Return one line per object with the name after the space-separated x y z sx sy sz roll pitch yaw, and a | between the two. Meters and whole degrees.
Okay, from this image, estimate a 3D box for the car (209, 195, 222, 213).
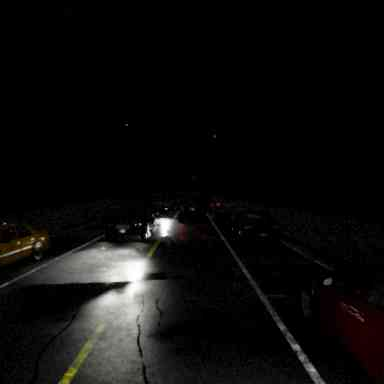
2.758 1.395 36.858 1.967 1.590 4.097 0 0 0 | car

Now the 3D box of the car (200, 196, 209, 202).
2.758 1.493 74.834 1.947 1.339 4.313 0 0 0 | car

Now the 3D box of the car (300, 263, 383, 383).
2.760 1.575 4.308 1.802 1.307 4.206 0 0 0 | car

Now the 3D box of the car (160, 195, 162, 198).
-5.767 1.492 47.720 1.887 1.381 4.507 0 0 0 | car

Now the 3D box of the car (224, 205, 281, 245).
2.759 1.522 15.158 1.887 1.381 4.507 0 0 0 | car

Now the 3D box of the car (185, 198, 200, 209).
0.090 1.513 45.384 1.994 1.385 4.181 0 0 0 | car

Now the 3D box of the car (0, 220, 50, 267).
-5.766 1.512 9.569 1.752 1.417 4.829 0 0 0 | car

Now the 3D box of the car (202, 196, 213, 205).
2.758 1.465 58.728 1.752 1.417 4.829 0 0 0 | car

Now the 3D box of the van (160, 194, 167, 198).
-5.768 1.282 58.573 1.690 1.788 3.998 0 0 0 | van

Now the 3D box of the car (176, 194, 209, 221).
0.070 1.316 26.944 2.097 1.767 4.553 0 0 0 | car

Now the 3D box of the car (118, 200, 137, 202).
-5.766 1.548 26.017 1.802 1.307 4.206 0 0 0 | car

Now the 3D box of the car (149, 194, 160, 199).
-5.768 1.266 42.295 2.192 1.841 5.009 0 0 0 | car

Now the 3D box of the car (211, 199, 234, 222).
2.759 1.490 26.178 1.752 1.417 4.829 0 0 0 | car

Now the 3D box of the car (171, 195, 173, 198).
-5.767 1.510 74.852 1.802 1.307 4.206 0 0 0 | car

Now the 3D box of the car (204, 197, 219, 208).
2.757 1.492 47.708 1.887 1.381 4.507 0 0 0 | car

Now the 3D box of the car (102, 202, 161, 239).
-3.060 1.469 17.151 2.128 1.511 4.902 0 0 0 | car

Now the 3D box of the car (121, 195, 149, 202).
-5.767 1.275 31.442 2.192 1.841 5.009 0 0 0 | car

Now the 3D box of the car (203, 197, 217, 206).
2.758 1.494 53.133 2.008 1.369 4.403 0 0 0 | car

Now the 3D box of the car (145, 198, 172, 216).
-3.002 1.561 31.457 1.895 1.301 4.718 0 0 0 | car

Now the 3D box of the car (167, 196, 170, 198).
-5.768 1.377 63.999 1.967 1.590 4.097 0 0 0 | car
